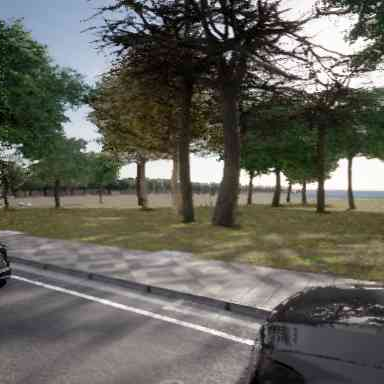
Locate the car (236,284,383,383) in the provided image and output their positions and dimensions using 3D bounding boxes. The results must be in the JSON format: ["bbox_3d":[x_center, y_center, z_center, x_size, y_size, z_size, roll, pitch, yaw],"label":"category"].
[{"bbox_3d":[2.900,1.213,1.506,5.566,2.045,2.150,0,0,36],"label":"car"}]

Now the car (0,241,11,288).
[{"bbox_3d":[-6.186,1.441,7.862,4.856,1.649,2.033,0,0,34],"label":"car"}]
